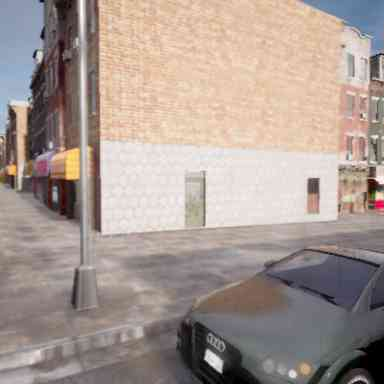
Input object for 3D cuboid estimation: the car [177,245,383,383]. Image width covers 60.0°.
[{"bbox_3d":[1.918,1.449,4.265,4.181,1.385,1.994,0,2,-31],"label":"car"}]
